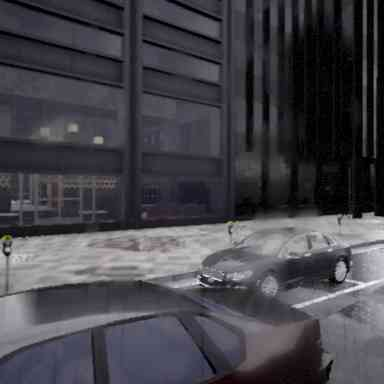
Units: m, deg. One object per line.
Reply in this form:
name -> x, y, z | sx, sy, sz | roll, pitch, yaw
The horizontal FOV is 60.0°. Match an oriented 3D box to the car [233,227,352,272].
car -> 2.162, 1.573, 8.077 | 4.403, 1.369, 2.008 | 0, 0, -36

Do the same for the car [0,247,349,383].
car -> -1.094, 1.549, 2.595 | 5.357, 1.411, 2.033 | 0, 0, -36
